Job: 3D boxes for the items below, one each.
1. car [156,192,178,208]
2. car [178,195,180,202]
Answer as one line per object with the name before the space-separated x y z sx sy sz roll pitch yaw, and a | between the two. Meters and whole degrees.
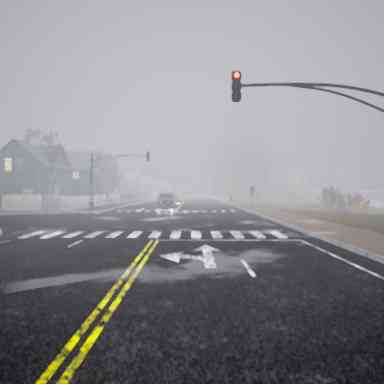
car | -3.311 1.083 42.784 2.150 2.045 5.566 0 2 0
car | -3.340 1.003 62.347 2.097 1.767 4.553 0 0 0
